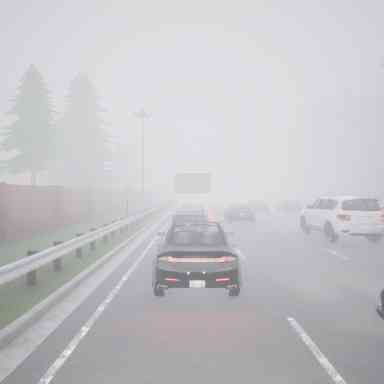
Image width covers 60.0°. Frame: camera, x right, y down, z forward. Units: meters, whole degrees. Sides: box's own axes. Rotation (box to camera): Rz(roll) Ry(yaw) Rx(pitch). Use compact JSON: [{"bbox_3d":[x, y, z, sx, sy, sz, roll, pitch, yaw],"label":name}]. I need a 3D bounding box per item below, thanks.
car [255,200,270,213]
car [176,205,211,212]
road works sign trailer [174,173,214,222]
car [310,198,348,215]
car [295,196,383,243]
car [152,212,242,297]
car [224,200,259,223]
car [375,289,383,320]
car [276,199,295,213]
[{"bbox_3d":[7.102,1.547,36.471,2.033,1.411,5.357,0,0,0],"label":"car"},{"bbox_3d":[0.032,1.474,19.034,1.882,1.535,5.008,0,0,5],"label":"car"},{"bbox_3d":[0.066,0.464,22.953,2.380,3.560,2.880,0,0,-1],"label":"road works sign trailer"},{"bbox_3d":[14.101,1.478,34.561,1.882,1.535,5.008,0,0,0],"label":"car"},{"bbox_3d":[7.101,1.221,16.240,2.150,2.045,5.566,0,0,0],"label":"car"},{"bbox_3d":[0.101,1.491,8.589,2.128,1.511,4.902,0,0,0],"label":"car"},{"bbox_3d":[3.602,1.564,25.827,1.994,1.385,4.181,0,0,0],"label":"car"},{"bbox_3d":[3.599,1.600,2.700,1.895,1.301,4.718,0,0,0],"label":"car"},{"bbox_3d":[10.602,1.491,36.497,2.128,1.511,4.902,0,0,0],"label":"car"}]
